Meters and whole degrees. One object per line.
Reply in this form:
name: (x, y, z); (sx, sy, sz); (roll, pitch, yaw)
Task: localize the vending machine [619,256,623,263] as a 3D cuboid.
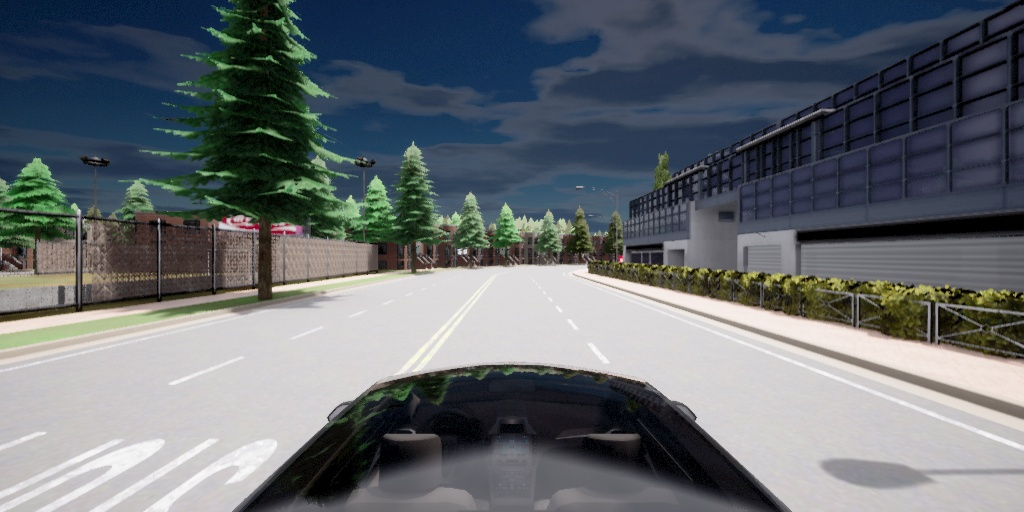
vending machine: (18.322, 0.929, 59.071); (1.100, 2.100, 0.880); (0, 0, 45)
